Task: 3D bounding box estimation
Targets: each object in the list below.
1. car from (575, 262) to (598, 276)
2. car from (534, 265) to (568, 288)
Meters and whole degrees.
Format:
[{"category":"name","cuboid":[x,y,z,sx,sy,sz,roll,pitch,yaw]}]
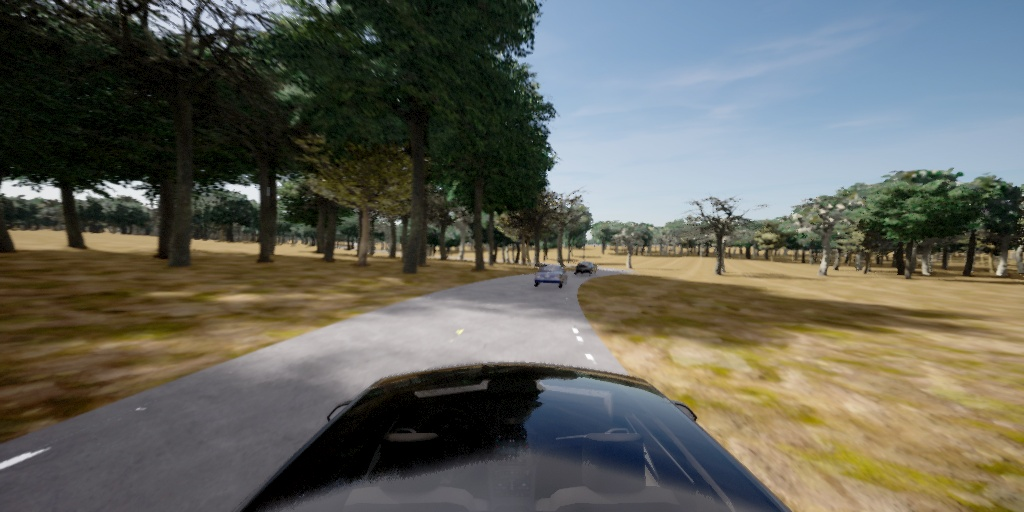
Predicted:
[{"category":"car","cuboid":[8.638,1.429,41.412,1.837,1.490,4.892,2,0,24]},{"category":"car","cuboid":[2.717,1.289,24.290,2.033,1.411,5.357,2,0,13]}]
